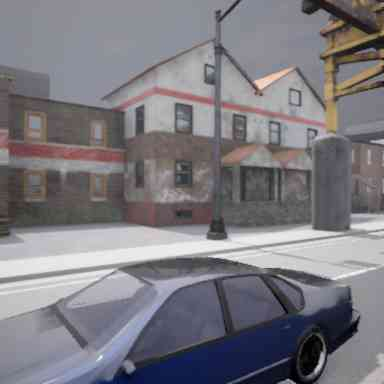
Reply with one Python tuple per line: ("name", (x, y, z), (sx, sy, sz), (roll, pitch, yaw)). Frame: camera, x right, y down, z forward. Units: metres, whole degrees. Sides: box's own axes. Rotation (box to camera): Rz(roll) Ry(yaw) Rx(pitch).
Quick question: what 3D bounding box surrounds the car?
("car", (-0.189, 1.556, 3.854), (5.357, 1.411, 2.033), (0, 0, -35))
